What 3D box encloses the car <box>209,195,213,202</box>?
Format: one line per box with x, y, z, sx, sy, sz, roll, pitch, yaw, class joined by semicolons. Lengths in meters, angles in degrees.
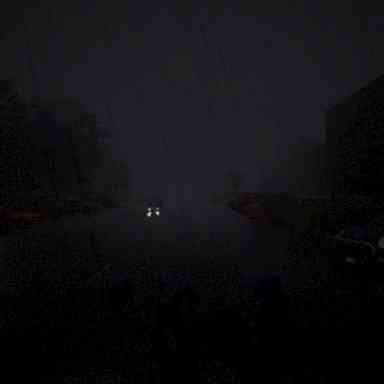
6.228;1.247;56.730;5.366;1.575;1.946;1;0;-20;car

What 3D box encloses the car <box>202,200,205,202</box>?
6.129;2.487;91.911;4.674;1.452;2.002;2;-4;-21;car

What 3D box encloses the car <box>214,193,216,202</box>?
6.439;1.293;50.938;4.792;1.488;2.163;1;0;-20;car

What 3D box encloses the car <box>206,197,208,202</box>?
6.479;1.502;74.436;5.366;1.575;1.946;2;-2;-20;car

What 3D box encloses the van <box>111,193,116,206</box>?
-11.292;1.059;39.358;4.442;1.987;1.878;-1;0;-20;van

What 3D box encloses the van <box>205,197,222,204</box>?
6.197;2.428;94.900;4.442;1.987;1.878;2;-5;-21;van

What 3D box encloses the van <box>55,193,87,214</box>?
-11.294;1.095;27.582;4.442;1.987;1.878;-1;0;-20;van

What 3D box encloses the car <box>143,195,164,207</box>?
-5.000;1.308;45.881;2.128;1.511;4.902;0;0;0;car

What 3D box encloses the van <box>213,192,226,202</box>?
6.302;1.030;53.814;4.442;1.987;1.878;1;0;-20;van

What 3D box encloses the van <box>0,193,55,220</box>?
-11.509;1.124;21.606;4.442;1.987;1.878;-1;1;-20;van

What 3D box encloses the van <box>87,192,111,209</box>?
-11.509;1.069;36.325;4.442;1.987;1.878;-1;0;-20;van

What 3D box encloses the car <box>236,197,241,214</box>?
6.418;1.363;27.459;4.674;1.452;2.002;1;1;-20;car

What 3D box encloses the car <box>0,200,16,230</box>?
-11.390;1.380;15.761;4.892;1.521;2.231;-1;1;-20;car

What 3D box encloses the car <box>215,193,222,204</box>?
6.590;1.268;48.055;5.366;1.575;1.946;1;0;-20;car

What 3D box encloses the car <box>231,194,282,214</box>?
6.450;1.176;33.330;4.553;1.767;2.185;1;0;-20;car

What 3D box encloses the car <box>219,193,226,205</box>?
6.589;1.279;42.193;5.366;1.575;1.946;1;0;-20;car

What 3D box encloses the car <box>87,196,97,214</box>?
-11.400;1.351;30.485;4.674;1.452;2.002;-1;0;-20;car

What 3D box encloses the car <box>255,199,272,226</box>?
6.410;1.364;18.662;5.008;1.535;2.097;1;0;-20;car

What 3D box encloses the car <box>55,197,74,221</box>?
-11.394;1.374;24.591;4.674;1.452;2.002;-1;1;-20;car

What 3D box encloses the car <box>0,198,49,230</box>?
-11.224;1.358;18.771;5.366;1.575;1.946;-1;0;-20;car

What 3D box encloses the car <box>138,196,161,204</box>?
-11.662;2.179;91.178;5.566;2.045;2.435;1;-4;-21;car

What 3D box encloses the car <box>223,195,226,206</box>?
6.408;1.294;36.262;4.892;1.521;2.231;1;0;-20;car

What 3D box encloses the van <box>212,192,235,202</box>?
6.459;1.116;68.567;4.442;1.987;1.878;1;-2;-20;van

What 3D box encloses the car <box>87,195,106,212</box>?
-11.403;1.341;33.430;4.674;1.452;2.002;-1;0;-20;car

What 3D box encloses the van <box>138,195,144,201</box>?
-11.499;1.813;85.227;4.442;1.987;1.878;1;-3;-21;van

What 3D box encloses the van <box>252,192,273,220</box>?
6.527;1.125;21.638;4.442;1.987;1.878;1;0;-20;van

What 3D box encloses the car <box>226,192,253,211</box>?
6.445;1.061;30.407;5.566;2.045;2.435;1;0;-20;car

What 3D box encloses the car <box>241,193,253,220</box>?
6.388;1.208;24.520;4.553;1.767;2.185;1;0;-20;car

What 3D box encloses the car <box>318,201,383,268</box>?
6.449;1.292;9.867;4.553;1.767;2.185;1;1;-20;car

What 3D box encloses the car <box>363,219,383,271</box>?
6.423;1.438;6.927;4.892;1.521;2.231;1;1;-20;car

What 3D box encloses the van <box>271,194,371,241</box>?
6.312;1.153;15.682;4.442;1.987;1.878;1;1;-20;van
